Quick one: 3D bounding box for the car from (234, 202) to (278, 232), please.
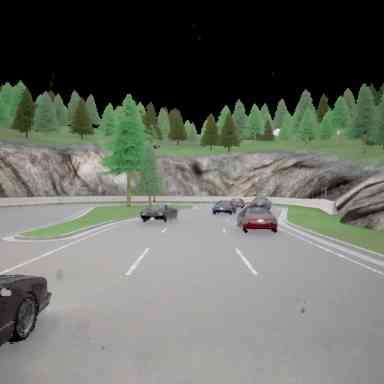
[{"bbox_3d":[3.889,1.564,20.226,1.994,1.385,4.181,0,0,3],"label":"car"}]

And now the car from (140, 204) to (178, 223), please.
[{"bbox_3d":[-2.402,1.601,25.915,1.895,1.301,4.718,0,0,11],"label":"car"}]

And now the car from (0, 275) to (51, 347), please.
[{"bbox_3d":[-3.399,1.547,3.402,2.033,1.411,5.357,0,0,0],"label":"car"}]

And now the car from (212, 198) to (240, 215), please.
[{"bbox_3d":[3.414,1.564,34.360,1.994,1.385,4.181,0,0,15],"label":"car"}]

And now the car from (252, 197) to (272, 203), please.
[{"bbox_3d":[7.657,1.353,36.567,2.097,1.767,4.553,0,0,16],"label":"car"}]

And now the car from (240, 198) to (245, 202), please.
[{"bbox_3d":[5.991,1.547,44.114,2.033,1.411,5.357,0,0,12],"label":"car"}]
